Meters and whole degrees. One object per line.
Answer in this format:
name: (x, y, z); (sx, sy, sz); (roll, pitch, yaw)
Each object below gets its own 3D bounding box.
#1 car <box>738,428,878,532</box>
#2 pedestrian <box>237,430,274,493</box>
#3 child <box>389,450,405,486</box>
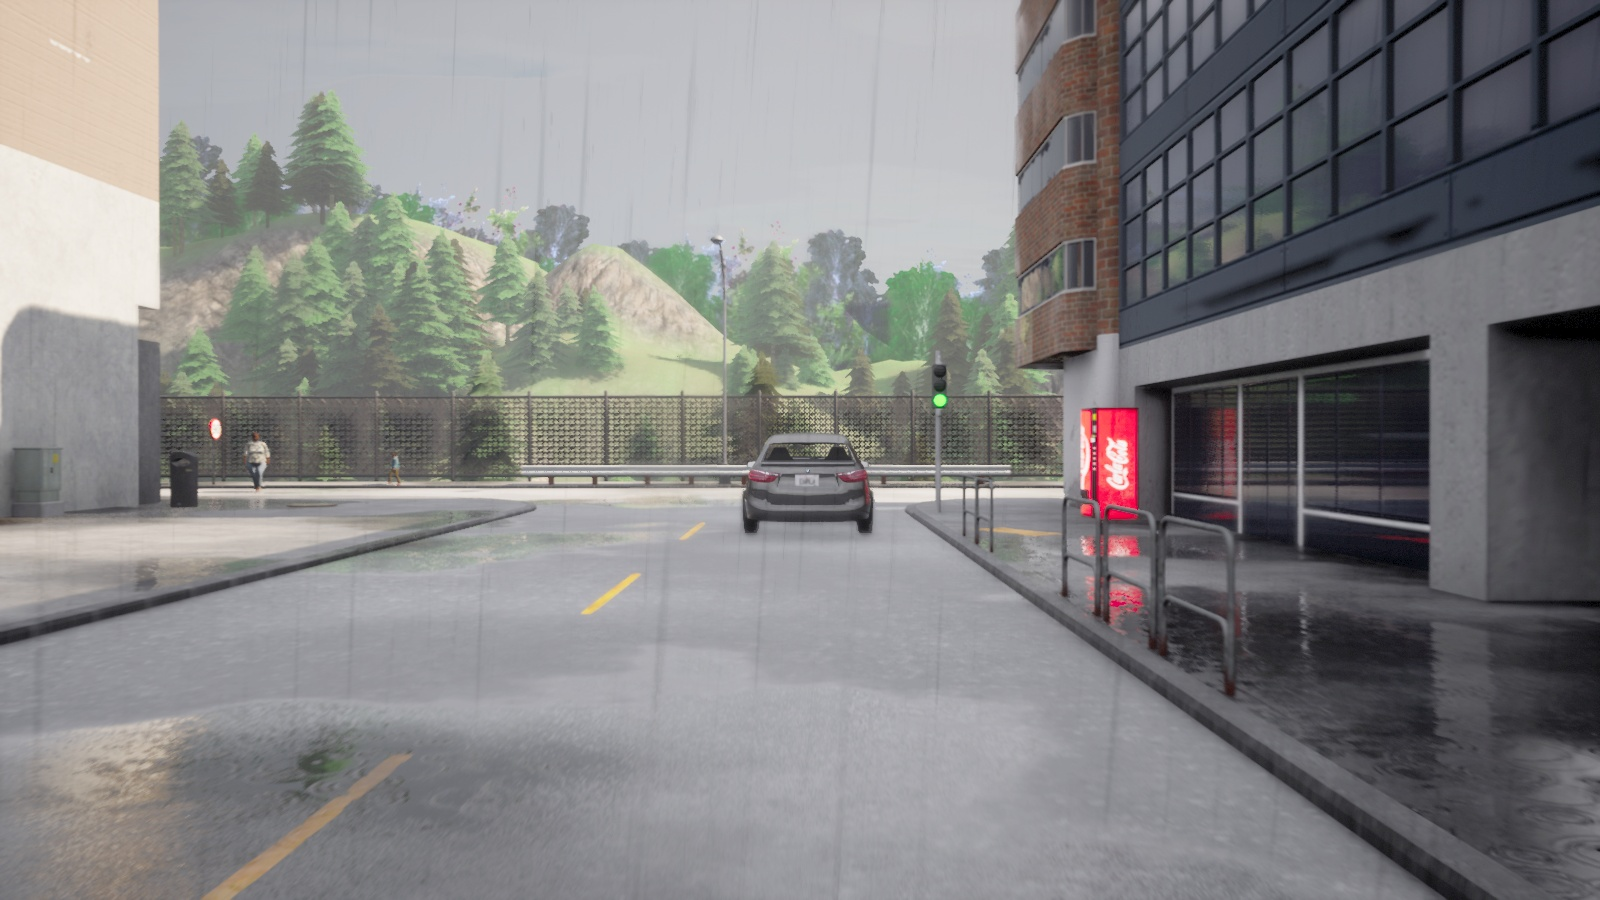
car: (0.142, 0.465, 22.358); (2.242, 1.667, 4.611); (0, 0, 0)
pedestrian: (-16.220, 0.326, 37.440); (0.874, 1.855, 0.900); (0, 0, -15)
child: (-13.352, 0.591, 41.645); (0.448, 1.192, 0.343); (0, 0, -29)
